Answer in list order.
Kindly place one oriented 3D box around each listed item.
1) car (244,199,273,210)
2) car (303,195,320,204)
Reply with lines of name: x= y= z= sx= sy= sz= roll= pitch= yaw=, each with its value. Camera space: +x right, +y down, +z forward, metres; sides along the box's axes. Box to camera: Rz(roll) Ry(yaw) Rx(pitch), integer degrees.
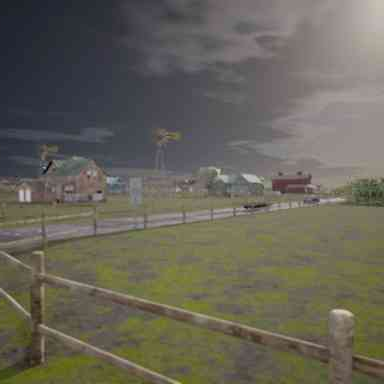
car: x=7.785 y=1.403 z=38.418 sx=1.895 sy=1.301 sz=4.718 roll=0 pitch=0 yaw=34
car: x=20.283 y=1.181 z=56.605 sx=2.128 sy=1.511 sz=4.902 roll=0 pitch=0 yaw=35
